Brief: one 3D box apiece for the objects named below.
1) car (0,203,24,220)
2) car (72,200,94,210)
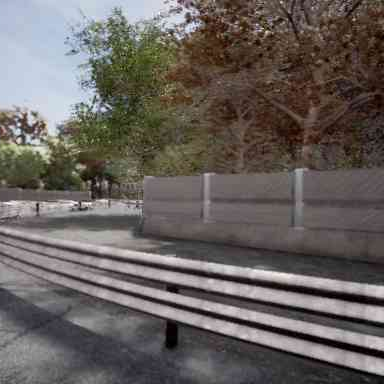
[{"bbox_3d":[-17.734,1.773,31.086,2.033,1.411,5.357,0,-1,-3],"label":"car"},{"bbox_3d":[-16.451,1.989,50.091,1.812,1.442,4.674,0,-1,9],"label":"car"}]
